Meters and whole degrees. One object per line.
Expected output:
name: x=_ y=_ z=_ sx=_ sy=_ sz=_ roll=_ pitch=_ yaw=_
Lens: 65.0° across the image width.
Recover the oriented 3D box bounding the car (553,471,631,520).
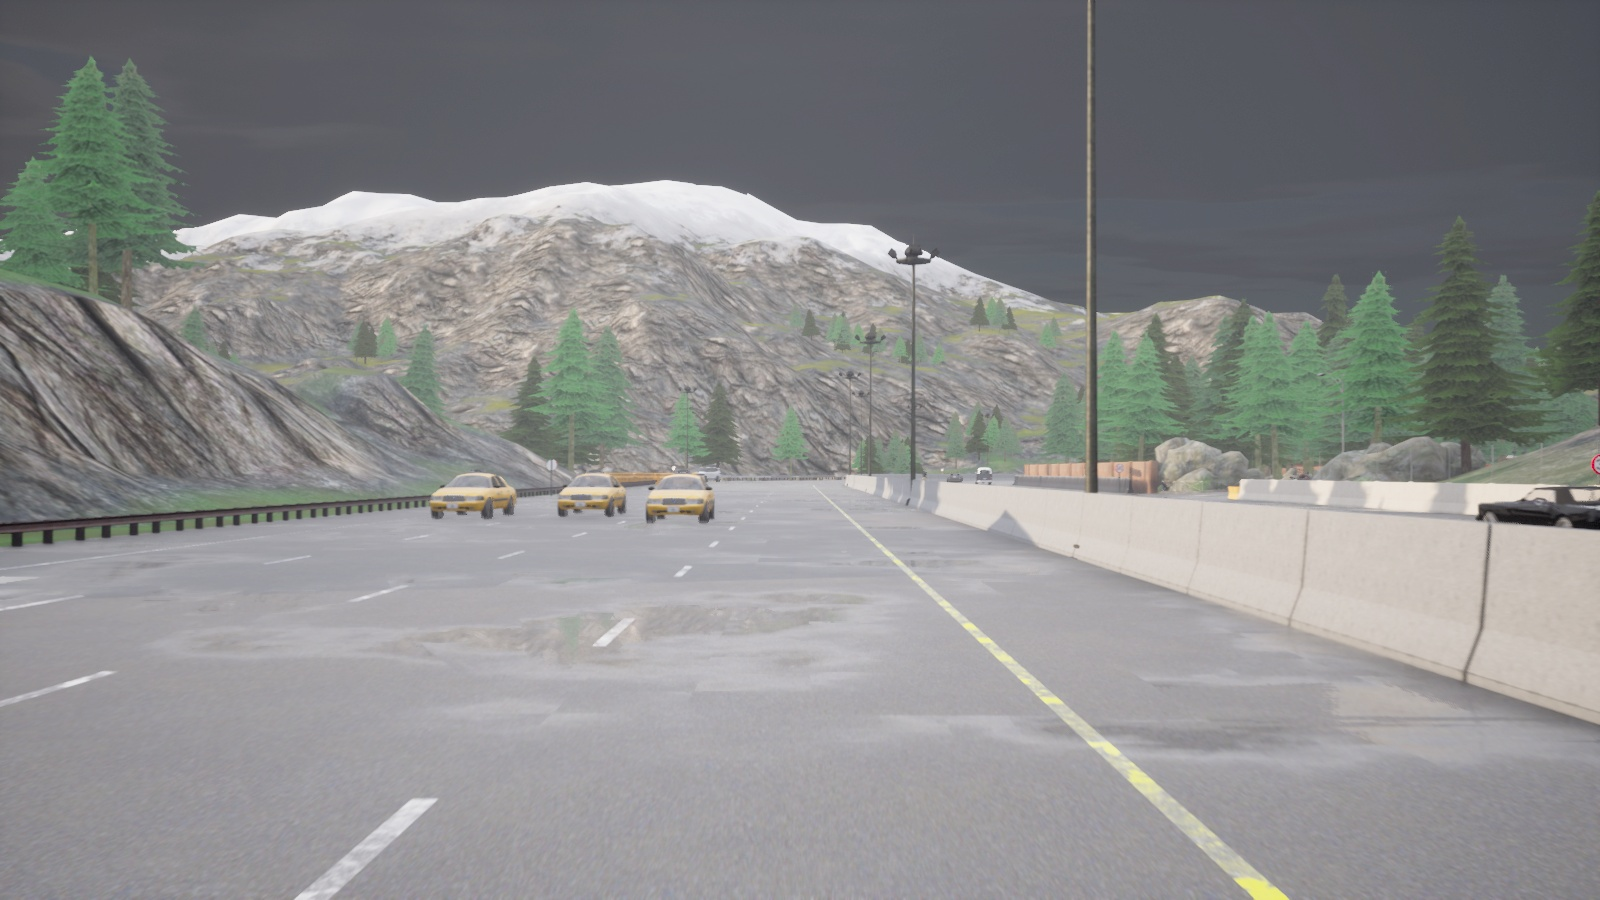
car: x=-7.105 y=1.508 z=43.361 sx=1.801 sy=1.575 sz=5.366 roll=0 pitch=-1 yaw=0

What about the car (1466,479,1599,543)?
car: x=17.431 y=1.326 z=28.708 sx=1.895 sy=1.301 sz=4.718 roll=0 pitch=-1 yaw=0

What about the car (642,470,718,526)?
car: x=-3.593 y=1.410 z=38.376 sx=1.801 sy=1.575 sz=5.366 roll=0 pitch=-1 yaw=0

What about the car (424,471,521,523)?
car: x=-10.600 y=1.483 z=41.043 sx=1.801 sy=1.575 sz=5.366 roll=0 pitch=-1 yaw=0
